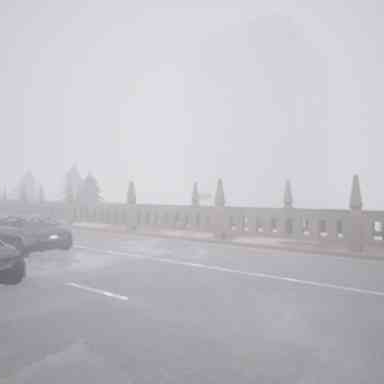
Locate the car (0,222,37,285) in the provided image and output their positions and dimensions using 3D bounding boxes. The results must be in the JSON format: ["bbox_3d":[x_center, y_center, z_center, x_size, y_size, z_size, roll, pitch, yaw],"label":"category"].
[{"bbox_3d":[-6.003,1.564,8.270,4.181,1.385,1.994,0,0,35],"label":"car"}]

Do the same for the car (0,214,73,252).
[{"bbox_3d":[-6.534,1.564,12.948,4.181,1.385,1.994,0,0,35],"label":"car"}]
